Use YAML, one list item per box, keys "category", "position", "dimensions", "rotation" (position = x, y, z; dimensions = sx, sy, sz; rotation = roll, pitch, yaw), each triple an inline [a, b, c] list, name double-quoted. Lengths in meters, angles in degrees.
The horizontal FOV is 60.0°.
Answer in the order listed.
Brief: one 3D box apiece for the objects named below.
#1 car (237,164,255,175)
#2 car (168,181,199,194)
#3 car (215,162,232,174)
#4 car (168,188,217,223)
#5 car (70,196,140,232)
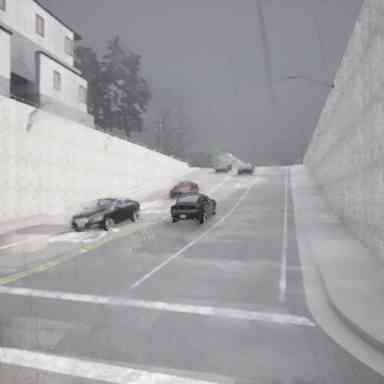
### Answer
- category: "car"
  position: [7.336, -3.067, 45.005]
  dimensions: [1.895, 1.301, 4.718]
  rotation: [0, 10, 17]
- category: "car"
  position: [-0.698, -0.272, 30.192]
  dimensions: [1.994, 1.385, 4.181]
  rotation: [-1, 9, 16]
- category: "car"
  position: [4.627, -3.602, 48.519]
  dimensions: [1.882, 1.535, 5.008]
  rotation: [-1, 9, 16]
- category: "car"
  position: [0.182, 0.850, 19.831]
  dimensions: [1.837, 1.490, 4.892]
  rotation: [0, 5, 16]
- category: "car"
  position: [-4.376, 1.050, 17.408]
  dimensions: [2.128, 1.511, 4.902]
  rotation: [-2, 4, 16]
